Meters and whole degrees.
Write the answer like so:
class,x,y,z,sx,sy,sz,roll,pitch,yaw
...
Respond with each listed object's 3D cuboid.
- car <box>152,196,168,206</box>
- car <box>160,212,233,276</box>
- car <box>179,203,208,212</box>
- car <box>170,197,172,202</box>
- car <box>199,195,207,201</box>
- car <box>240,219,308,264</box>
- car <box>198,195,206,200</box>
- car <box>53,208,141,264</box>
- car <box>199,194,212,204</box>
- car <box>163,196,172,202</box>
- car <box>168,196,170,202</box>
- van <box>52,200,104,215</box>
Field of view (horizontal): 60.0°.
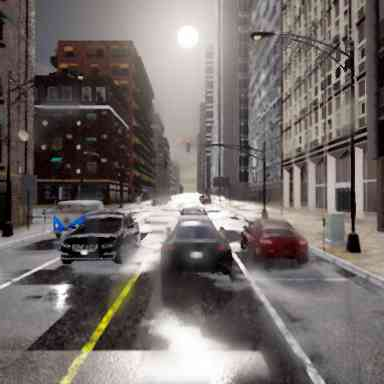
class,x,y,z,sx,sy,sz,roll,pitch,yaw
car,-5.662,1.515,55.133,2.008,1.369,4.403,1,0,0
car,0.108,1.558,10.400,1.994,1.385,4.181,0,0,0
car,0.103,1.589,20.811,1.895,1.301,4.718,0,0,0
car,-5.658,1.522,66.442,1.947,1.339,4.313,1,0,0
car,2.726,1.526,83.406,1.802,1.307,4.206,1,0,0
car,2.704,1.576,11.530,1.802,1.307,4.206,1,0,0
car,2.729,1.491,89.060,2.008,1.369,4.403,1,0,0
car,-3.024,1.500,11.855,1.837,1.490,4.892,0,-1,1
car,2.720,1.543,60.787,1.802,1.307,4.206,1,0,0
car,-5.655,1.530,77.751,1.802,1.307,4.206,1,0,0
car,-5.660,1.511,60.787,2.008,1.369,4.403,1,0,0
van,-5.756,1.331,17.216,1.690,1.788,3.998,1,0,0
